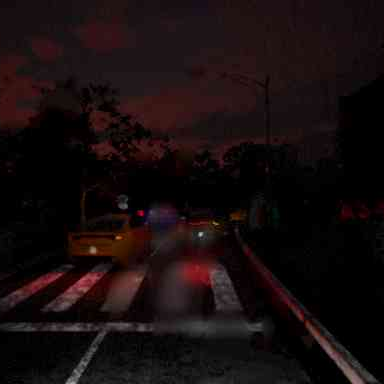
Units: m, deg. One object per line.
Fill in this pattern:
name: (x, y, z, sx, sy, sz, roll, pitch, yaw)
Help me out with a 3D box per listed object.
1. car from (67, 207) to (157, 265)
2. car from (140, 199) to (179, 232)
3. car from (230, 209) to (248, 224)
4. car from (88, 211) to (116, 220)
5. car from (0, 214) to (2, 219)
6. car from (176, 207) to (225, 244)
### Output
car: (-2.657, 1.487, 11.740, 1.882, 1.535, 5.008, 0, 0, 2)
car: (-2.108, 1.497, 21.845, 2.150, 2.045, 5.566, 0, -3, 3)
car: (5.631, 2.623, 35.307, 1.882, 1.535, 5.008, -2, -4, 27)
car: (-16.873, 4.365, 62.387, 4.902, 1.511, 2.128, 0, -4, -8)
car: (-30.765, 3.569, 49.522, 1.837, 1.490, 4.892, -2, -4, 18)
car: (0.507, 1.563, 15.988, 1.837, 1.490, 4.892, 0, -2, 3)
